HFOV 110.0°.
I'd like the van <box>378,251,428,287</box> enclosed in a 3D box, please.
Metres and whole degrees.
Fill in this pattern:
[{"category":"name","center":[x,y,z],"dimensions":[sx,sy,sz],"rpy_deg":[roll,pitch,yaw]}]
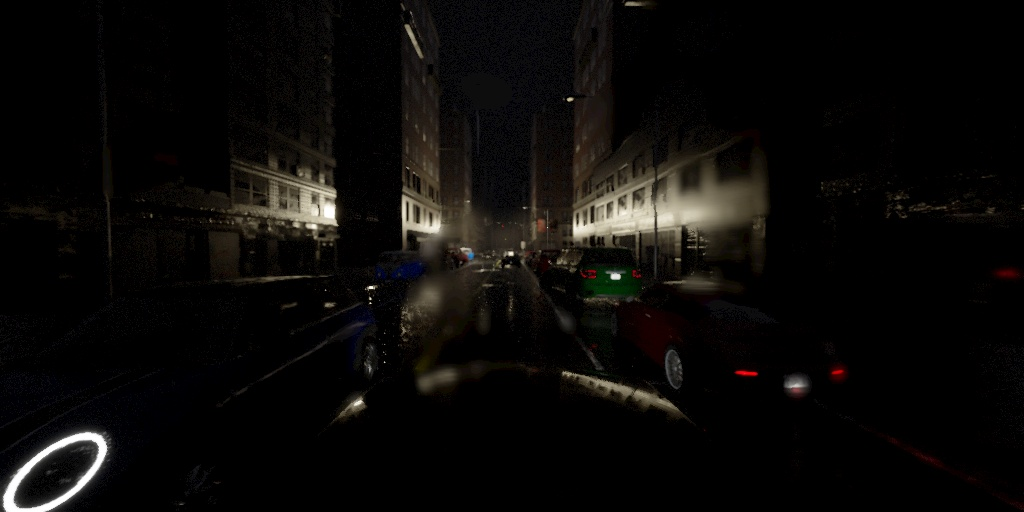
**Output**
[{"category":"van","center":[-5.946,0.619,19.243],"dimensions":[1.690,1.789,3.998],"rpy_deg":[0,0,0]}]

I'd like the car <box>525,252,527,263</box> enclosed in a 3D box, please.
[{"category":"car","center":[2.493,0.385,36.042],"dimensions":[1.948,1.339,4.313],"rpy_deg":[0,0,0]}]

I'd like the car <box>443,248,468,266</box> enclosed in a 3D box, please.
[{"category":"car","center":[-6.032,0.137,35.994],"dimensions":[2.192,1.841,5.009],"rpy_deg":[0,0,0]}]

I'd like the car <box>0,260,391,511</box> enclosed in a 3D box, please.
[{"category":"car","center":[-3.109,1.049,3.690],"dimensions":[2.097,1.767,4.553],"rpy_deg":[0,2,0]}]

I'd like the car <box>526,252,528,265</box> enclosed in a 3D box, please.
[{"category":"car","center":[2.522,0.522,30.460],"dimensions":[2.007,1.370,4.403],"rpy_deg":[0,0,0]}]

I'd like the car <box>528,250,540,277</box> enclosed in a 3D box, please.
[{"category":"car","center":[2.551,0.438,24.876],"dimensions":[2.192,1.841,5.009],"rpy_deg":[0,0,0]}]

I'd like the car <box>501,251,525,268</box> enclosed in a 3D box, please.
[{"category":"car","center":[-0.092,0.330,35.378],"dimensions":[2.128,1.511,4.902],"rpy_deg":[0,2,0]}]

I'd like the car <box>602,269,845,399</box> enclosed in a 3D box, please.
[{"category":"car","center":[3.127,1.152,6.254],"dimensions":[1.812,1.442,4.674],"rpy_deg":[0,2,0]}]

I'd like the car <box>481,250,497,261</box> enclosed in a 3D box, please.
[{"category":"car","center":[-3.256,-0.073,51.000],"dimensions":[1.837,1.490,4.892],"rpy_deg":[0,1,0]}]

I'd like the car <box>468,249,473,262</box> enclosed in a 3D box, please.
[{"category":"car","center":[-6.061,0.215,41.579],"dimensions":[1.888,1.381,4.507],"rpy_deg":[0,0,0]}]

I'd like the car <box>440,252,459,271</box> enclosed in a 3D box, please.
[{"category":"car","center":[-6.003,0.540,30.411],"dimensions":[1.948,1.339,4.313],"rpy_deg":[0,0,0]}]

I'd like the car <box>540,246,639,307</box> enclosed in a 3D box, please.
[{"category":"car","center":[2.836,0.649,13.693],"dimensions":[2.150,2.045,5.566],"rpy_deg":[0,2,-8]}]

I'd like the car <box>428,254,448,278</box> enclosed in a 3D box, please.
[{"category":"car","center":[-5.974,0.692,24.826],"dimensions":[1.948,1.339,4.313],"rpy_deg":[0,0,0]}]

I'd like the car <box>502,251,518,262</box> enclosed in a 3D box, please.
[{"category":"car","center":[-0.237,0.057,48.020],"dimensions":[1.994,1.385,4.181],"rpy_deg":[0,2,0]}]

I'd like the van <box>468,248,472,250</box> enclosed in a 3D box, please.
[{"category":"van","center":[-6.089,-0.142,47.162],"dimensions":[1.690,1.789,3.998],"rpy_deg":[0,0,0]}]
